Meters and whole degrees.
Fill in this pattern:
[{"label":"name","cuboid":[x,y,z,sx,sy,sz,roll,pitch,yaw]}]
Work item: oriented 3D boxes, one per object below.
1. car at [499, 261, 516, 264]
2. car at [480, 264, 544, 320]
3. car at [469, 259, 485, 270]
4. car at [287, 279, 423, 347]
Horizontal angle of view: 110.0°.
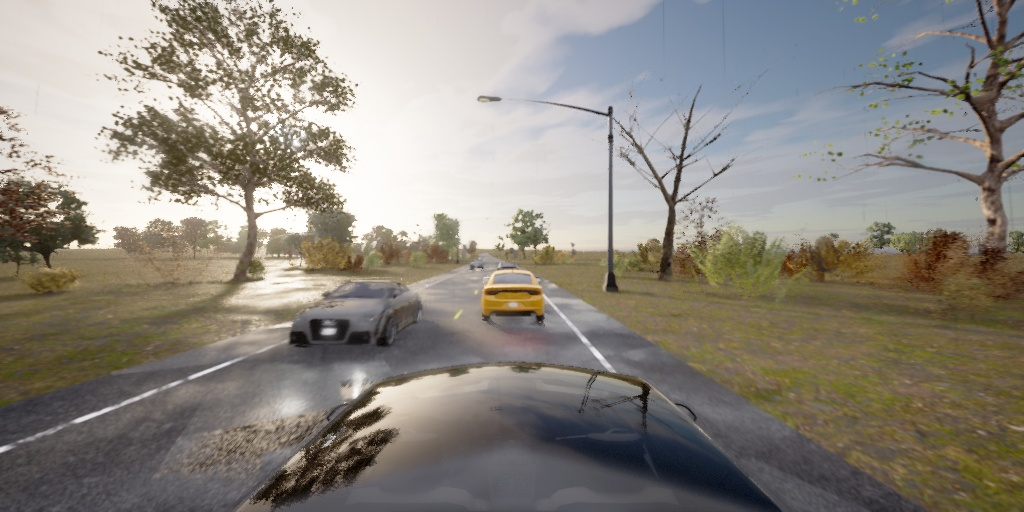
[{"label":"car","cuboid":[-0.371,1.202,30.470,2.128,1.511,4.902,0,0,-2]},{"label":"car","cuboid":[0.010,1.216,12.589,1.882,1.535,5.008,0,0,-1]},{"label":"car","cuboid":[-4.828,1.163,49.806,2.128,1.511,4.902,0,0,-3]},{"label":"car","cuboid":[-3.652,1.308,9.117,1.994,1.385,4.181,0,0,-1]}]
